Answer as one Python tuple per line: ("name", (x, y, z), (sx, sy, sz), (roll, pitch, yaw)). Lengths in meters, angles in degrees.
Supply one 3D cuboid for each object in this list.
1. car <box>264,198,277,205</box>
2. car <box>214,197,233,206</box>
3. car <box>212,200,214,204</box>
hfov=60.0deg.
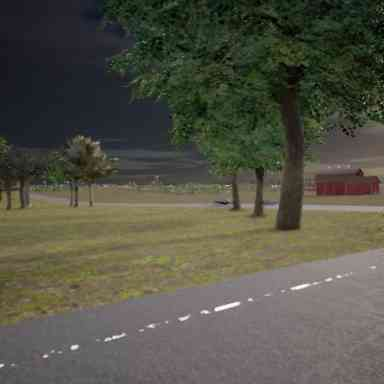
("car", (15.805, 2.013, 69.759), (1.994, 1.385, 4.181), (-3, 1, -38))
("car", (7.890, 2.268, 74.300), (1.882, 1.535, 5.008), (-3, 0, -38))
("car", (6.891, 2.110, 81.318), (2.097, 1.767, 4.553), (-3, 0, -38))
